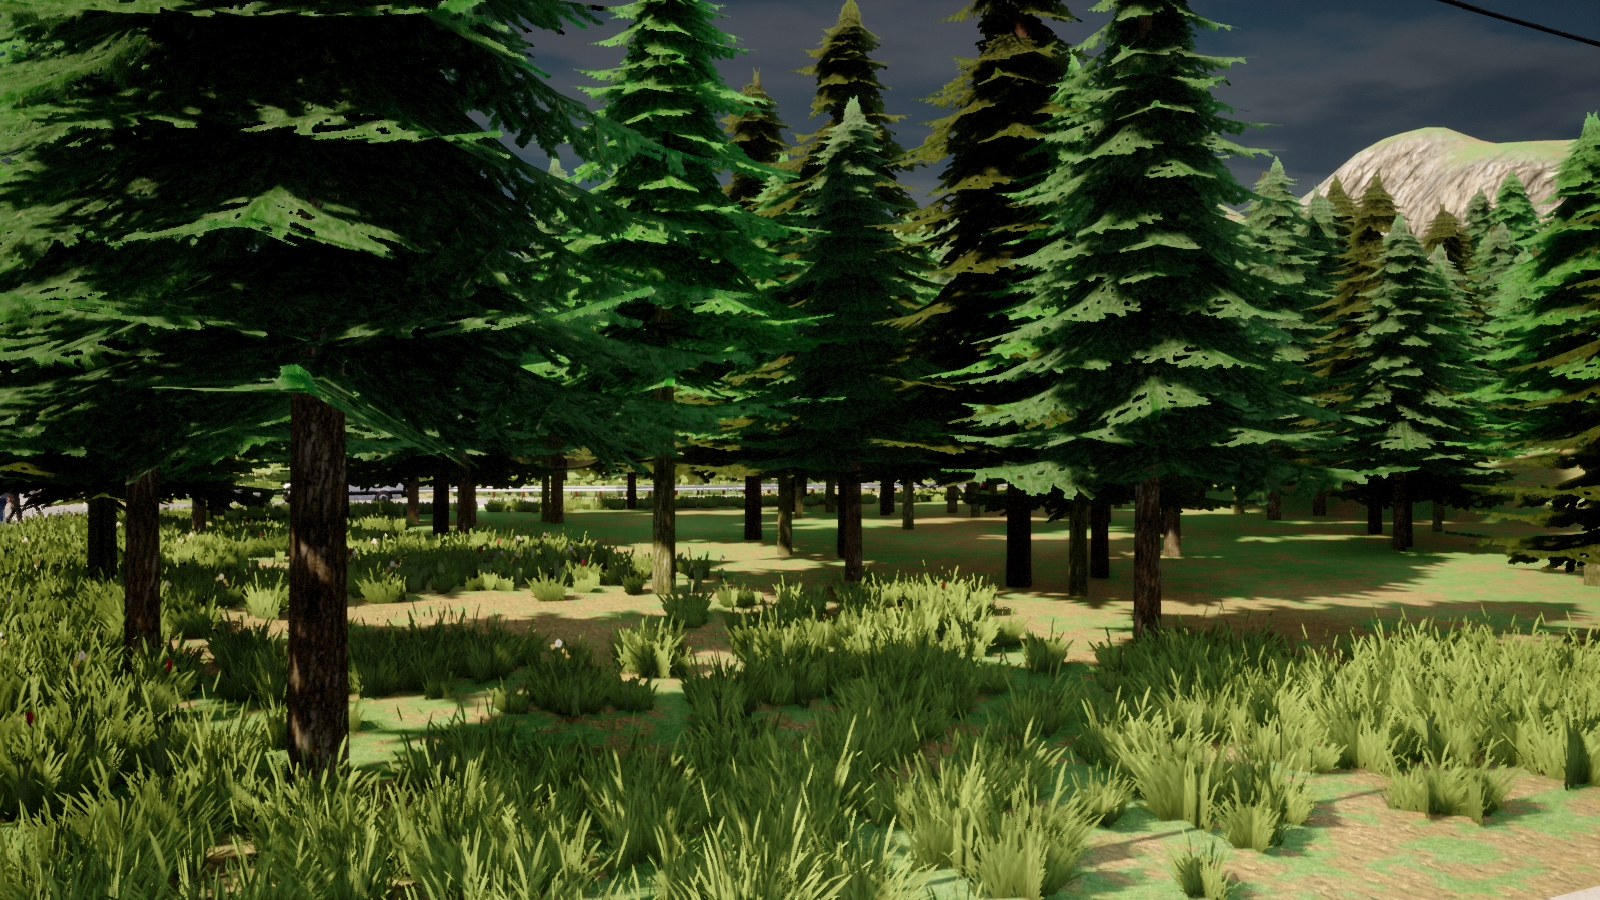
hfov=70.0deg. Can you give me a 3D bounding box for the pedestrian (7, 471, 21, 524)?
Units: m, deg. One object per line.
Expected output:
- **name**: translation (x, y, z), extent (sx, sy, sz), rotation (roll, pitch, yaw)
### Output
- **pedestrian**: translation (-27.877, 1.694, 40.523), extent (0.375, 1.860, 0.375), rotation (0, 0, -32)

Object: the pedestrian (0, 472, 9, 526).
- **pedestrian**: translation (-27.853, 1.694, 39.854), extent (0.375, 1.860, 0.375), rotation (0, 0, 41)

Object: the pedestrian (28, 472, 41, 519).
- **pedestrian**: translation (-30.721, 1.833, 45.870), extent (0.375, 1.860, 0.375), rotation (0, 0, -22)
